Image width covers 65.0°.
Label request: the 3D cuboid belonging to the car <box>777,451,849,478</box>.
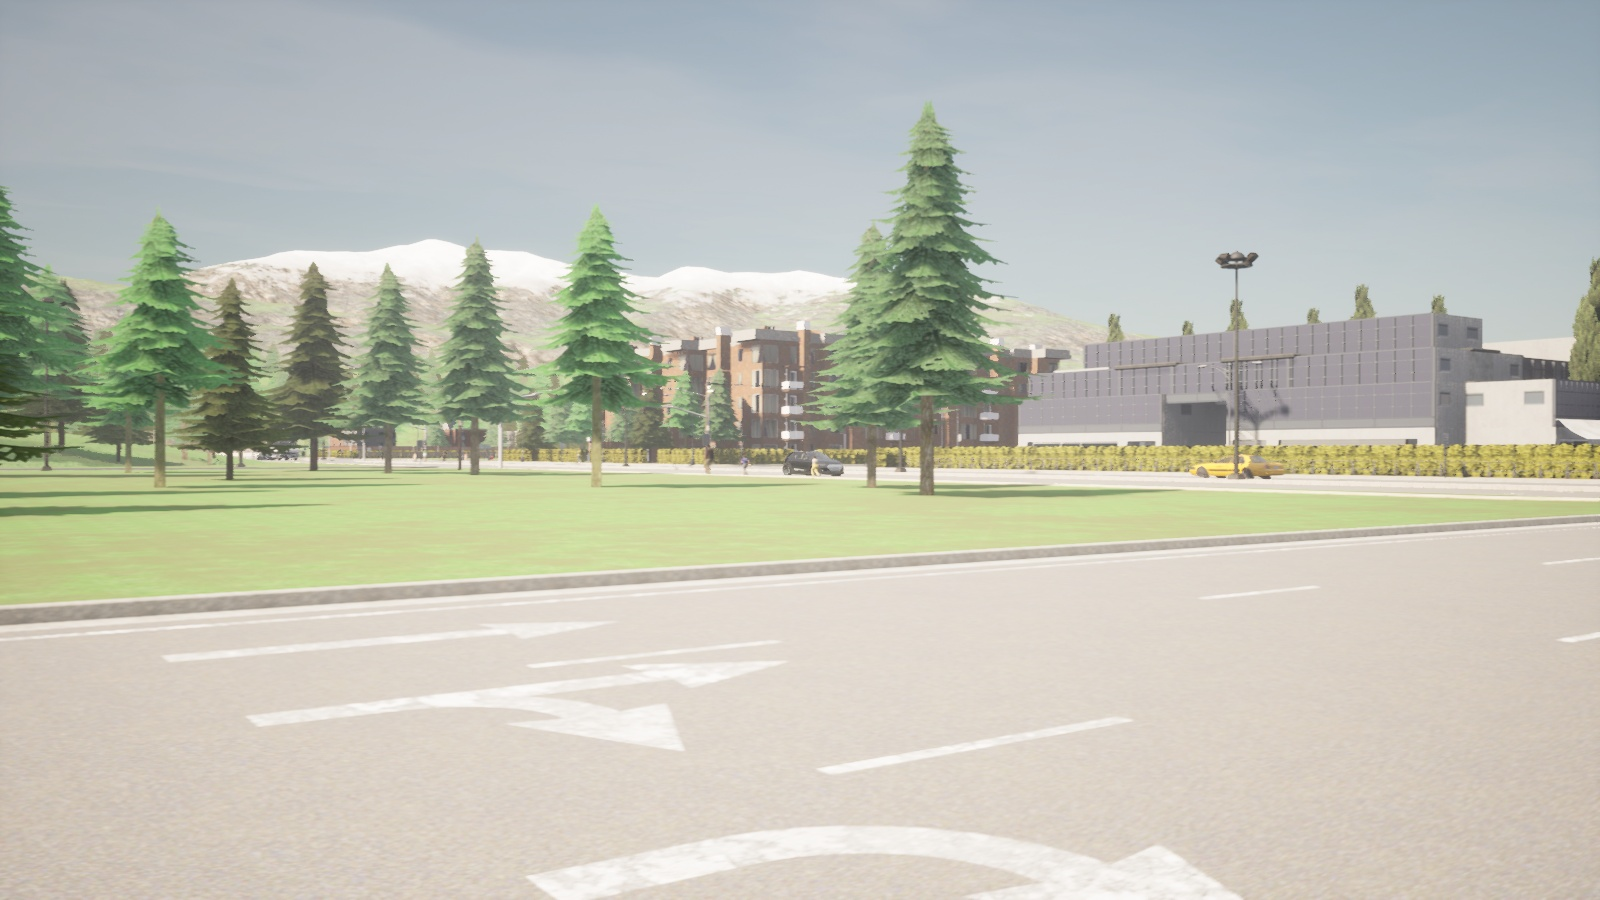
[{"bbox_3d":[0.773,0.864,77.782,2.033,1.649,4.856,0,0,-35],"label":"car"}]

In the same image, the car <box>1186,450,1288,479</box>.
[{"bbox_3d":[24.402,0.804,70.309,1.801,1.575,5.366,0,0,-35],"label":"car"}]

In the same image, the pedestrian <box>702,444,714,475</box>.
[{"bbox_3d":[-5.589,0.583,76.379,0.431,1.840,0.703,0,0,-37],"label":"pedestrian"}]
